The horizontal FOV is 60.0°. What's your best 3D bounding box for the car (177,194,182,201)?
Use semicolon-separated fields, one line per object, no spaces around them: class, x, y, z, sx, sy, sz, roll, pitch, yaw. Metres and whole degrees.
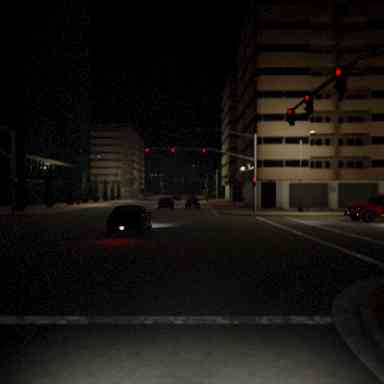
car;-3.517;1.236;77.413;2.097;1.767;4.553;0;0;0

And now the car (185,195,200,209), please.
car;0.077;1.457;44.467;1.812;1.442;4.674;0;0;0

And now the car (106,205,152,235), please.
car;-3.404;1.476;18.547;1.837;1.490;4.892;0;0;0

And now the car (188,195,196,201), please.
car;-0.017;1.381;77.191;1.837;1.490;4.892;0;0;0

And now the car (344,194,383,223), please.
car;14.421;1.184;24.829;5.566;2.045;2.150;0;0;-1

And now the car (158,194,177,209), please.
car;-3.410;1.408;44.989;1.882;1.535;5.008;0;0;0
